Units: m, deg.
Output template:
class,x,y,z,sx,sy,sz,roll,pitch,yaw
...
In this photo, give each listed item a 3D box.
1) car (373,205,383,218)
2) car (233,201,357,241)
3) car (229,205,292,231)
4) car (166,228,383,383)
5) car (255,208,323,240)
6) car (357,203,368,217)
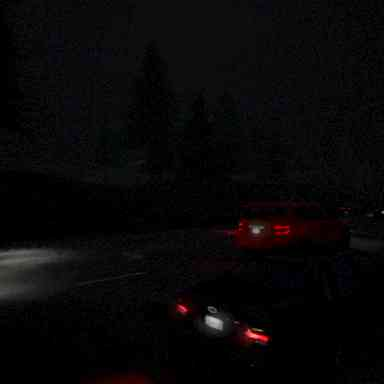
class,x,y,z,sx,sy,sz,roll,pitch,yaw
car,20.136,1.991,34.028,1.994,1.385,4.181,0,-1,44
car,3.970,1.367,12.539,5.566,2.045,2.150,1,-1,-44
car,4.947,1.741,23.475,1.882,1.535,5.008,0,-1,44
car,2.095,1.615,5.633,5.357,1.411,2.033,1,-1,-43
car,5.737,1.748,19.297,1.812,1.442,4.674,0,-1,45
car,17.903,1.950,36.752,1.837,1.490,4.892,0,-1,44
